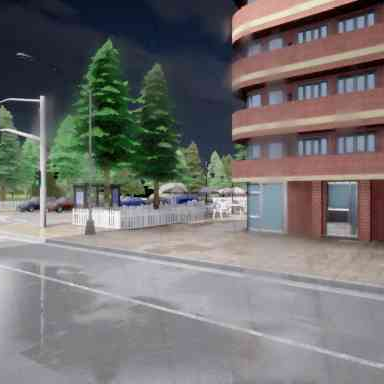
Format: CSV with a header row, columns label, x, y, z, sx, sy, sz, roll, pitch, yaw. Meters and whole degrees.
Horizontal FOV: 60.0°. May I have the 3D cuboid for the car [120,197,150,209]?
label,x,y,z,sx,sy,sz,roll,pitch,yaw
car,-8.237,1.422,43.557,1.882,1.535,5.008,0,0,37

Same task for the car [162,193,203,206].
label,x,y,z,sx,sy,sz,roll,pitch,yaw
car,-1.415,1.166,51.748,5.566,2.045,2.150,0,0,-44

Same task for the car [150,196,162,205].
label,x,y,z,sx,sy,sz,roll,pitch,yaw
car,-5.859,1.450,52.001,1.837,1.490,4.892,0,0,42

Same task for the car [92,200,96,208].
label,x,y,z,sx,sy,sz,roll,pitch,yaw
car,-12.095,1.508,44.222,1.994,1.385,4.181,0,0,35

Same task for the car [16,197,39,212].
label,x,y,z,sx,sy,sz,roll,pitch,yaw
car,-17.130,1.296,37.251,2.097,1.767,4.553,0,0,35

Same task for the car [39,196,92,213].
label,x,y,z,sx,sy,sz,roll,pitch,yaw
car,-13.645,1.296,36.113,2.097,1.767,4.553,0,0,36

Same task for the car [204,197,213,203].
label,x,y,z,sx,sy,sz,roll,pitch,yaw
car,1.703,1.508,58.842,4.181,1.385,1.994,0,0,-34
